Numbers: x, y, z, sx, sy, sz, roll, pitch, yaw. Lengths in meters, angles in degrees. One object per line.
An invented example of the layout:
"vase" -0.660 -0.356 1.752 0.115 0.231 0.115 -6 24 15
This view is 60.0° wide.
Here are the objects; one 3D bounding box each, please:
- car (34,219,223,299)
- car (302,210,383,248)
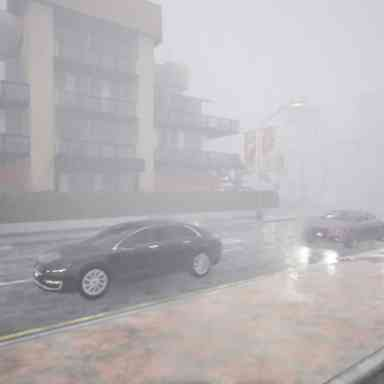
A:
"car" -1.385 1.505 8.583 4.892 1.490 1.837 0 0 -37
"car" 6.736 1.501 14.563 4.181 1.385 1.994 0 0 -36
